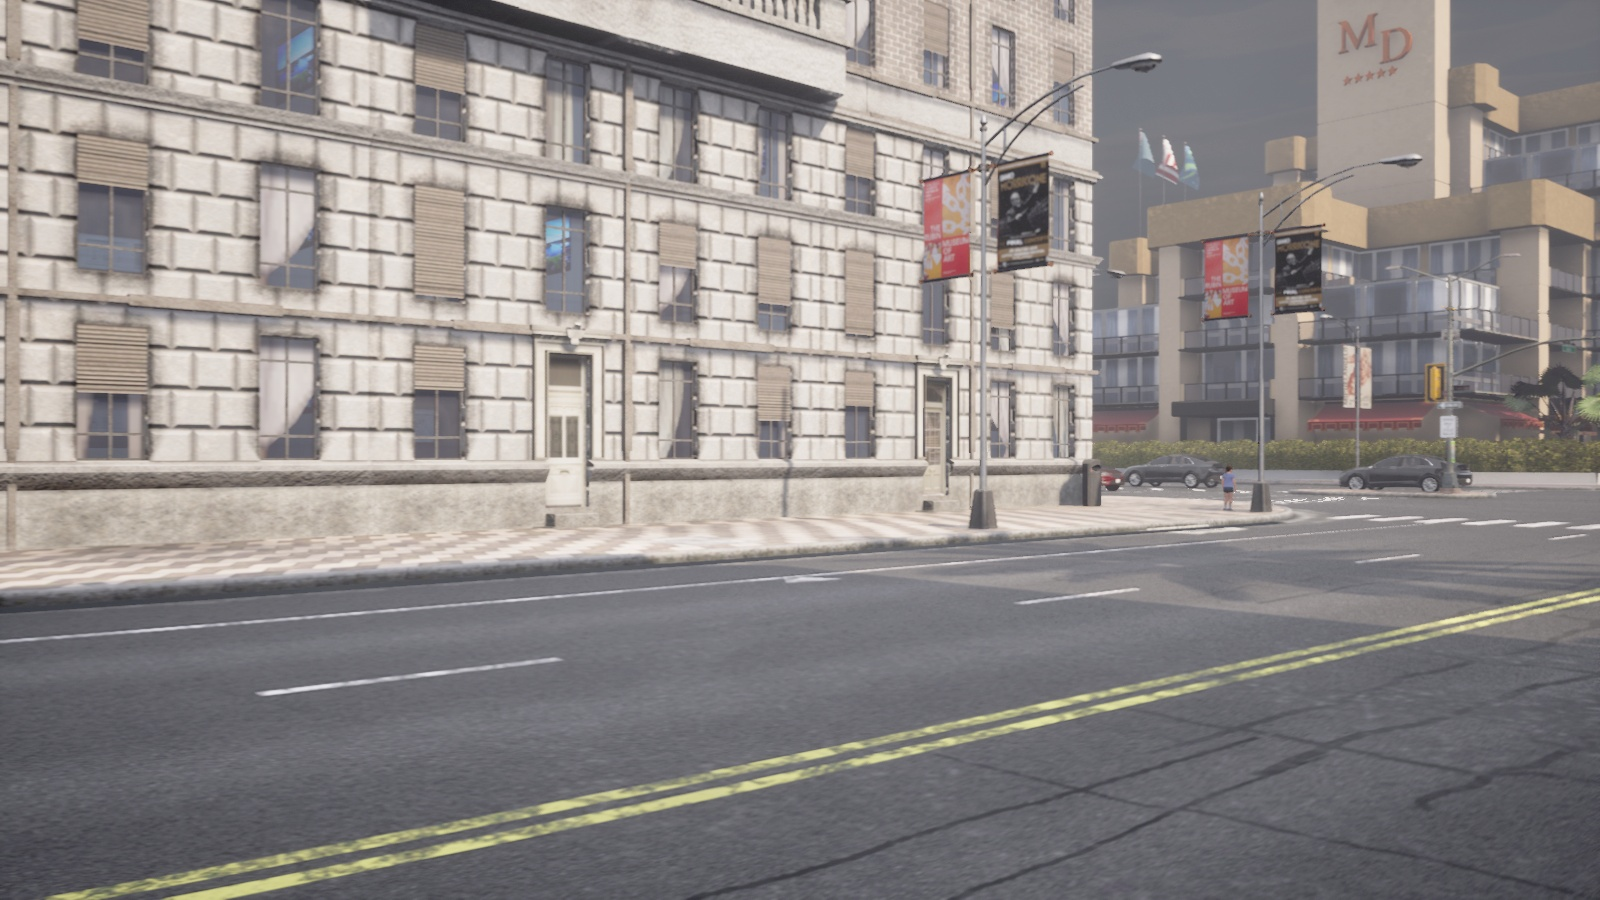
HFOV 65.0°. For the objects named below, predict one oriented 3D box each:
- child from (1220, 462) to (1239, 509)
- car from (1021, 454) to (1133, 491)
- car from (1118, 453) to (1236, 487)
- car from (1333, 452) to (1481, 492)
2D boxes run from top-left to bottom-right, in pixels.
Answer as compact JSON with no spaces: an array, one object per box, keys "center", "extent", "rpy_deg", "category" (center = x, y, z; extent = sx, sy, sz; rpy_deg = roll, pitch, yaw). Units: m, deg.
[{"center":[10.238,0.851,29.928],"extent":[0.394,1.110,0.255],"rpy_deg":[0,0,-34],"category":"child"},{"center":[11.318,0.895,51.537],"extent":[1.816,1.474,4.193],"rpy_deg":[0,0,-42],"category":"car"},{"center":[17.071,0.889,57.106],"extent":[1.837,1.490,4.892],"rpy_deg":[0,0,-41],"category":"car"},{"center":[23.837,0.844,49.462],"extent":[1.837,1.490,4.892],"rpy_deg":[0,-1,-40],"category":"car"}]
